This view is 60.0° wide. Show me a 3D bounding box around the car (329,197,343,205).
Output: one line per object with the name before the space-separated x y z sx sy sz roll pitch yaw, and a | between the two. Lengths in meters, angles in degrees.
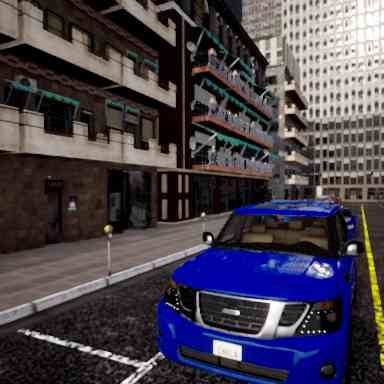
car | 24.624 1.497 56.869 1.887 1.381 4.507 -1 0 27

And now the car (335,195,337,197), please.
car | 19.623 1.278 46.962 2.192 1.841 5.009 -1 0 27

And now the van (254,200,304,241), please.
van | 4.625 1.330 17.236 1.690 1.788 3.998 -1 0 27

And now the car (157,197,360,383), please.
car | 1.614 1.218 5.759 2.150 2.045 5.566 0 0 27

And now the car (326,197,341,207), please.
car | 22.125 1.524 51.915 1.947 1.339 4.313 -1 0 27

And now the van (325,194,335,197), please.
van | 14.624 1.313 37.053 1.690 1.788 3.998 -1 0 27
